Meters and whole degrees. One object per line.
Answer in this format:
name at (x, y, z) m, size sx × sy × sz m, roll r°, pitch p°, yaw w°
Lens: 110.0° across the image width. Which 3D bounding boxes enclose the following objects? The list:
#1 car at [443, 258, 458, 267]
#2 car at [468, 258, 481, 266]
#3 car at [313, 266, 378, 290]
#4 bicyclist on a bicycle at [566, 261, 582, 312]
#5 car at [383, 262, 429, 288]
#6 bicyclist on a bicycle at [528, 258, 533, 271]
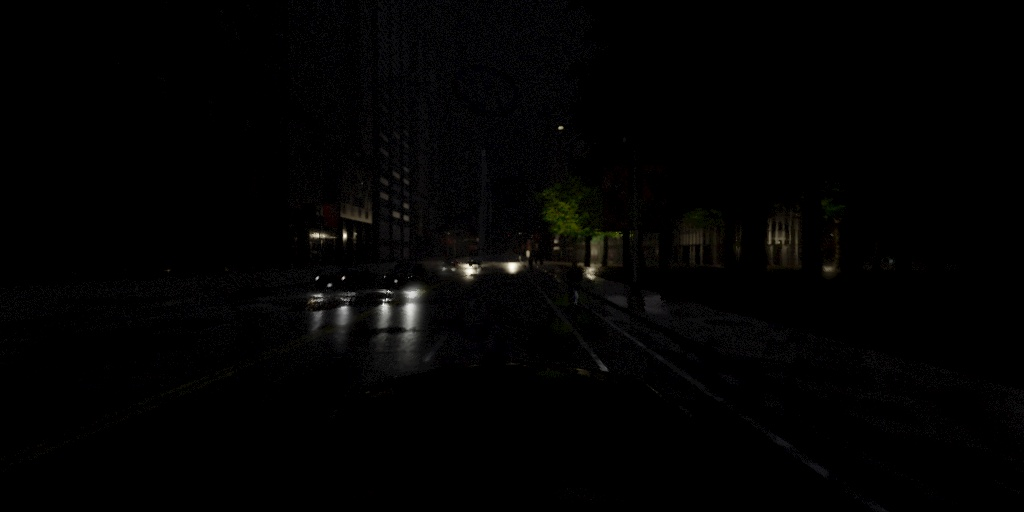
car at (-9.831, 1.016, 57.547) m, size 1.882 × 1.535 × 5.008 m, roll 0°, pitch 0°, yaw 0°
car at (-6.559, 1.052, 63.324) m, size 1.812 × 1.442 × 4.674 m, roll 0°, pitch 0°, yaw 1°
car at (-9.859, 1.268, 21.599) m, size 1.895 × 1.301 × 4.718 m, roll 0°, pitch 0°, yaw 0°
bicyclist on a bicycle at (2.243, 1.075, 13.111) m, size 0.659 × 1.776 × 1.843 m, roll 0°, pitch 1°, yaw 0°
car at (-6.609, 1.167, 22.823) m, size 1.837 × 1.490 × 4.892 m, roll 0°, pitch 0°, yaw 0°
bicyclist on a bicycle at (2.232, 1.037, 42.591) m, size 0.582 × 1.620 × 1.656 m, roll 0°, pitch 0°, yaw 0°
